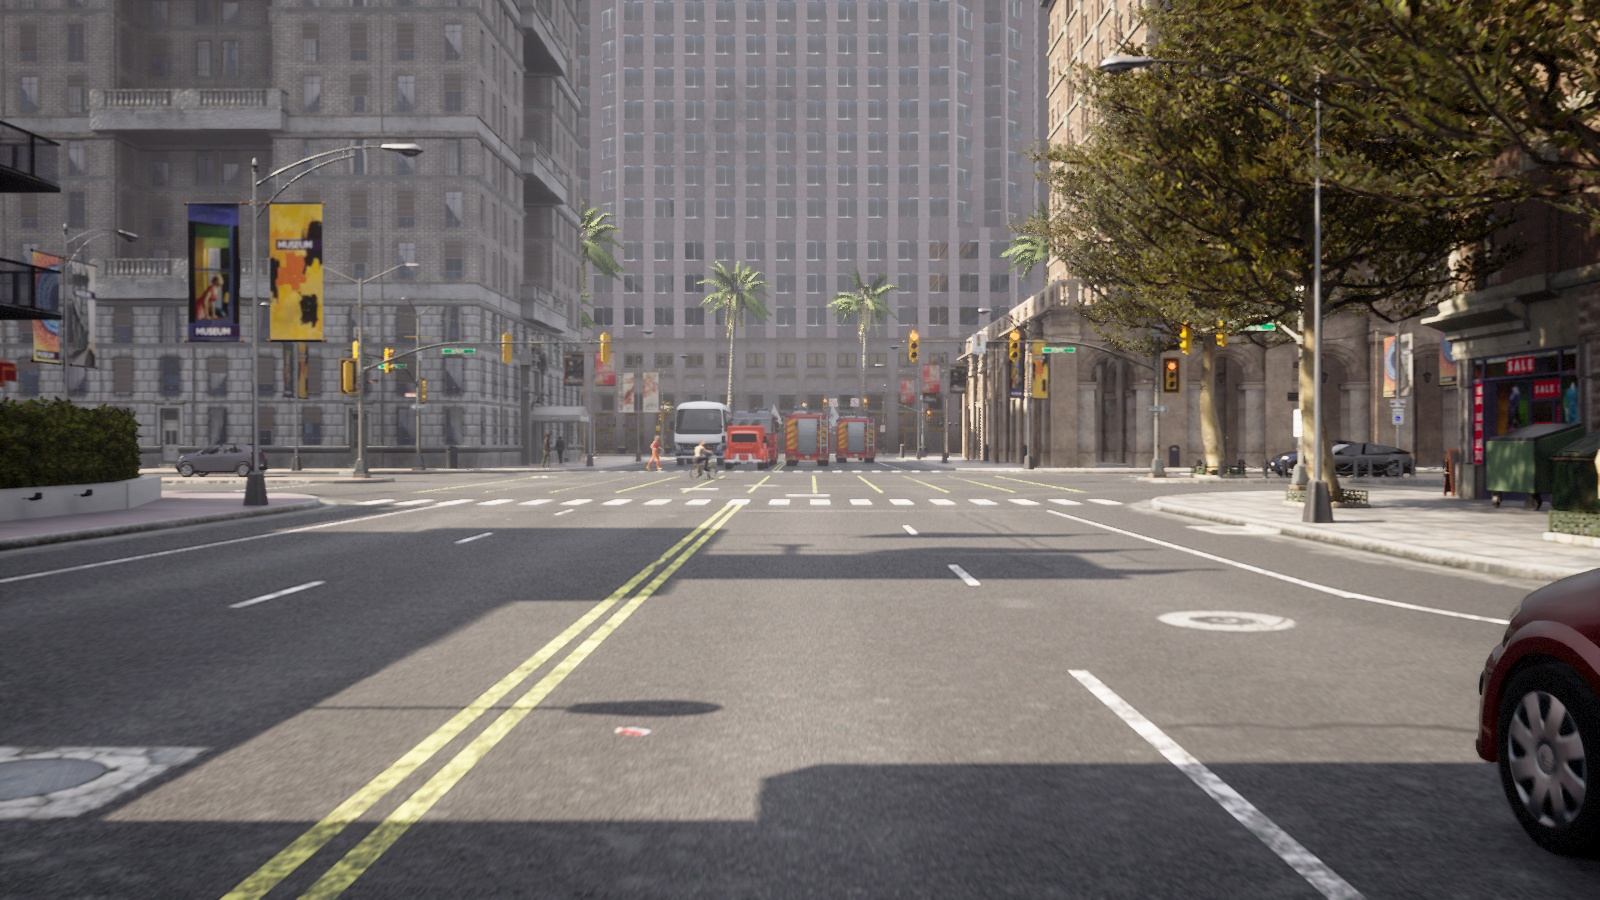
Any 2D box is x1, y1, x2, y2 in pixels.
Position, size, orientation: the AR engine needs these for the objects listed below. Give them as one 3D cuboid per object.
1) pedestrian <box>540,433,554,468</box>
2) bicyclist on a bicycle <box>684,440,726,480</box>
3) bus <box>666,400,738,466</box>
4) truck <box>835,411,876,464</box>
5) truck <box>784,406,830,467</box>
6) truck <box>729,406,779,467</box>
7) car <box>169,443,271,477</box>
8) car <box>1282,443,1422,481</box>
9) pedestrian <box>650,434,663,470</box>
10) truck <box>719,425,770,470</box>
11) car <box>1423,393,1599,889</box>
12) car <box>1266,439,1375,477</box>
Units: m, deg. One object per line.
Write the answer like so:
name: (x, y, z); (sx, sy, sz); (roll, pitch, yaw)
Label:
pedestrian: (-13.106, 0.026, 65.101); (0.703, 1.840, 0.431); (0, 0, -5)
bicyclist on a bicycle: (-3.860, 0.393, 50.963); (0.866, 1.612, 1.509); (-1, 0, 42)
bus: (-6.485, -1.115, 85.159); (3.944, 4.253, 10.273); (0, 0, 1)
truck: (4.183, -0.955, 95.904); (2.891, 3.827, 8.468); (0, 0, 1)
truck: (0.491, -0.886, 83.132); (2.891, 3.827, 8.468); (0, 0, 0)
truck: (-3.003, -0.893, 83.856); (2.891, 3.827, 8.468); (0, 0, 1)
car: (-25.539, 0.428, 55.348); (3.633, 1.501, 1.845); (0, 0, 1)
car: (22.472, 0.475, 51.257); (4.792, 1.488, 2.163); (0, 0, 2)
pedestrian: (-7.412, 0.110, 64.852); (0.594, 1.836, 0.345); (0, 0, 6)
truck: (-3.070, -0.132, 70.892); (2.627, 2.467, 5.204); (0, 0, 0)
car: (3.534, 0.629, 3.278); (1.851, 1.617, 3.988); (0, 0, 0)
car: (22.665, 0.354, 54.787); (3.988, 1.617, 1.851); (0, 0, 1)
